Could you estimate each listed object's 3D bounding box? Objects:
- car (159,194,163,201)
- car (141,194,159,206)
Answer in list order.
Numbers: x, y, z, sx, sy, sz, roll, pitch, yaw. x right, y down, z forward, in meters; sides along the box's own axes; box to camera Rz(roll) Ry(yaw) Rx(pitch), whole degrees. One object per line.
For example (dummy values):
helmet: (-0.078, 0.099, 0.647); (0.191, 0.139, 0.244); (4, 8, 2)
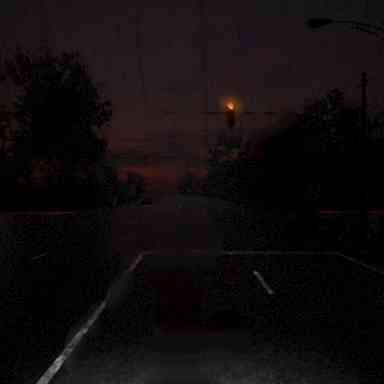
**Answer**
car: (-7.542, 1.189, 75.637); (1.812, 1.442, 4.674); (0, 1, -3)
car: (-6.922, 1.398, 53.067); (2.033, 1.411, 5.357); (0, 1, -1)
